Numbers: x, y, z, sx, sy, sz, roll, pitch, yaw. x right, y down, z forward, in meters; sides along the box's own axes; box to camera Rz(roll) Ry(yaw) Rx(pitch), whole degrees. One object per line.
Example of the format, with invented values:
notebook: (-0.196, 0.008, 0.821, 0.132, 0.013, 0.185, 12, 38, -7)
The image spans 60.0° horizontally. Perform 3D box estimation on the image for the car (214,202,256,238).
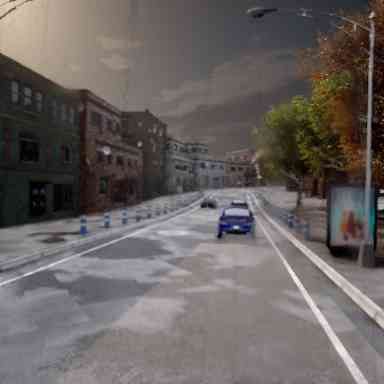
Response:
car: (2.471, 1.551, 18.339, 1.882, 1.535, 5.008, 1, 0, 8)

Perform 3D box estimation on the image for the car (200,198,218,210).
car: (2.110, 1.448, 41.505, 1.895, 1.301, 4.718, 1, 2, 8)

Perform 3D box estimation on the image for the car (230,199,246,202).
car: (5.189, 1.491, 37.018, 1.882, 1.535, 5.008, 1, 1, 8)
